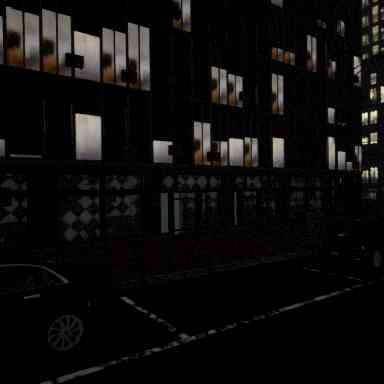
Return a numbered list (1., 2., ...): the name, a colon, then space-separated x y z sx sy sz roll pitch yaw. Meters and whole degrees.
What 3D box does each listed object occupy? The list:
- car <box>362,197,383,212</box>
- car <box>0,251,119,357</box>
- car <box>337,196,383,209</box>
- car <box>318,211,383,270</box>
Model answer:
1. car: 18.078 1.441 34.354 1.994 1.385 4.181 -1 1 -35
2. car: -3.189 1.551 4.427 4.403 1.369 2.008 0 -1 -35
3. car: 20.577 1.274 40.861 1.752 1.417 4.829 -1 1 -35
4. car: 5.986 1.541 11.006 4.507 1.381 1.887 0 -1 -35
